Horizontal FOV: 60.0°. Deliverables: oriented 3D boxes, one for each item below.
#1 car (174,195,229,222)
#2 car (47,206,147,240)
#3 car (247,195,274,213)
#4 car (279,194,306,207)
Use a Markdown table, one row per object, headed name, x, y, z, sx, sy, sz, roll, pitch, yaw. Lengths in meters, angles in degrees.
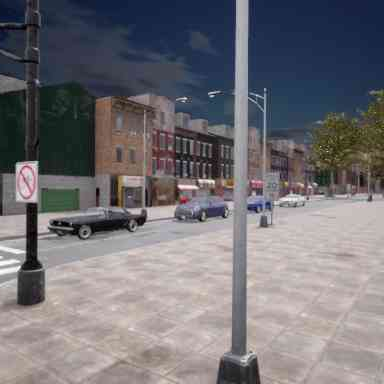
| name | x | y | z | sx | sy | sz | roll | pitch | yaw |
| --- | --- | --- | --- | --- | --- | --- | --- | --- | --- |
| car | 0.746 | 1.038 | 23.516 | 2.097 | 1.767 | 4.553 | 1 | 1 | 35 |
| car | -4.467 | 1.407 | 16.214 | 1.895 | 1.301 | 4.718 | 1 | 1 | 35 |
| car | 6.013 | 1.049 | 30.891 | 1.882 | 1.535 | 5.008 | 1 | 1 | 35 |
| car | 11.842 | 0.979 | 39.025 | 1.812 | 1.442 | 4.674 | 1 | 1 | 36 |
